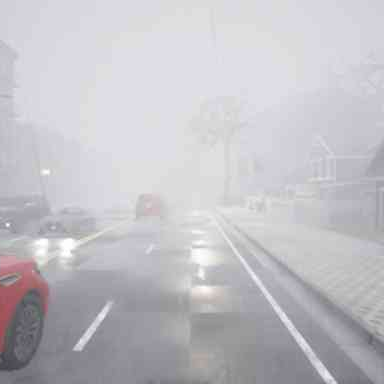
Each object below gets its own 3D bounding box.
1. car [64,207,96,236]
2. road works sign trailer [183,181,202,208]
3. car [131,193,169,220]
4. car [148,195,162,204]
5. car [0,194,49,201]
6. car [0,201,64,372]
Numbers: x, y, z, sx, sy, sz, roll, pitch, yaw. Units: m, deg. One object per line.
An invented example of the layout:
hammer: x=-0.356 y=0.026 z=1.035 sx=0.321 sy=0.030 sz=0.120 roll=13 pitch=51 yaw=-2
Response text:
car: x=-6.587 y=1.500 z=17.812 sx=1.994 sy=1.385 sz=4.181 roll=0 pitch=0 yaw=0
road works sign trailer: x=0.027 y=0.303 z=44.846 sx=2.380 sy=3.560 sz=2.880 roll=0 pitch=0 yaw=0
car: x=-3.145 y=1.125 z=26.734 sx=2.150 sy=2.045 sz=5.566 roll=0 pitch=0 yaw=0
car: x=-6.508 y=1.317 z=58.642 sx=1.812 sy=1.442 sz=4.674 roll=0 pitch=0 yaw=1
car: x=-9.838 y=1.154 z=18.676 sx=2.150 sy=2.045 sz=5.566 roll=0 pitch=0 yaw=0
car: x=-3.147 y=1.212 z=2.495 sx=2.150 sy=2.045 sz=5.566 roll=0 pitch=0 yaw=0
